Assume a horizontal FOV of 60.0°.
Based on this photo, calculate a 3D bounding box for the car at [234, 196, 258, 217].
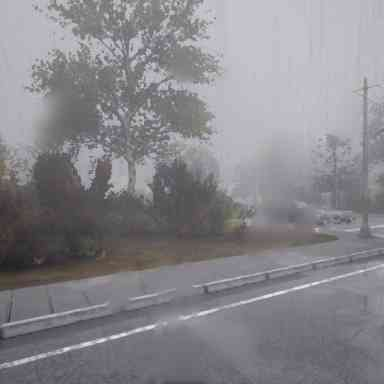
[{"bbox_3d":[3.944,1.430,33.373,2.150,2.045,5.566,0,-1,-41],"label":"car"}]

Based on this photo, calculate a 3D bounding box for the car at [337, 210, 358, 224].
[{"bbox_3d":[10.182,1.675,25.840,1.895,1.301,4.718,0,-1,-39],"label":"car"}]

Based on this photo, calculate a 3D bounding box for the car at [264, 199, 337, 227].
[{"bbox_3d":[7.389,1.426,23.637,2.097,1.767,4.553,0,-1,-38],"label":"car"}]
